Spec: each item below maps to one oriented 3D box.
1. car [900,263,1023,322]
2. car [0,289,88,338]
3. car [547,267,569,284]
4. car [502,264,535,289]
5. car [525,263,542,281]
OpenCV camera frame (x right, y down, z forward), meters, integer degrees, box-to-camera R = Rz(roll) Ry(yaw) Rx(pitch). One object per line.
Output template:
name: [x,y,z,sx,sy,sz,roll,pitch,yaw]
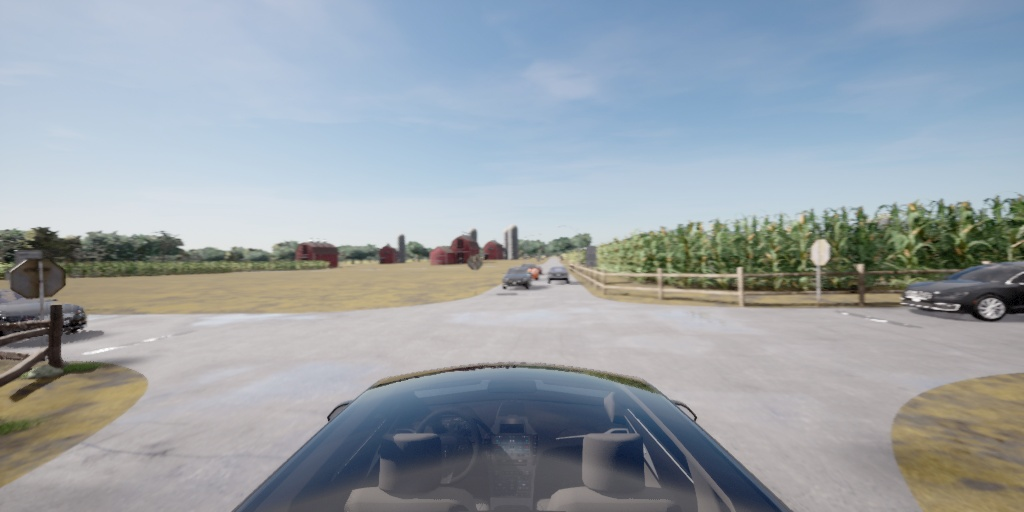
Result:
car: [14.137,0.935,10.058,4.892,1.490,1.837,-2,0,9]
car: [-15.717,1.784,10.829,4.902,1.511,2.128,-1,0,6]
car: [4.054,1.626,31.480,2.033,1.411,5.357,-1,-1,7]
car: [0.446,1.578,26.208,1.837,1.490,4.892,-1,-1,7]
car: [1.641,1.531,36.099,2.097,1.767,4.553,-1,-1,7]
